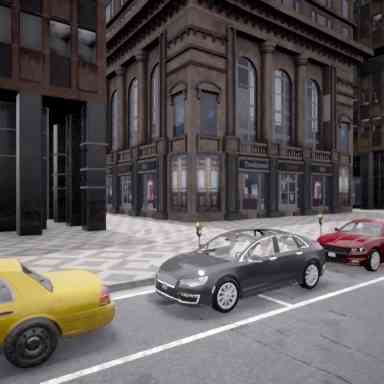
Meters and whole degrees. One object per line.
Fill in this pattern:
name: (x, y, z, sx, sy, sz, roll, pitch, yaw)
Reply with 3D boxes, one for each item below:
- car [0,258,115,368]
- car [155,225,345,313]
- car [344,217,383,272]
car: (-3.453, 1.525, 4.184, 4.829, 1.417, 1.752, 0, 0, -36)
car: (1.261, 1.551, 7.554, 4.403, 1.369, 2.008, 0, 0, -36)
car: (5.828, 1.546, 10.817, 4.507, 1.381, 1.887, 0, 0, -36)
